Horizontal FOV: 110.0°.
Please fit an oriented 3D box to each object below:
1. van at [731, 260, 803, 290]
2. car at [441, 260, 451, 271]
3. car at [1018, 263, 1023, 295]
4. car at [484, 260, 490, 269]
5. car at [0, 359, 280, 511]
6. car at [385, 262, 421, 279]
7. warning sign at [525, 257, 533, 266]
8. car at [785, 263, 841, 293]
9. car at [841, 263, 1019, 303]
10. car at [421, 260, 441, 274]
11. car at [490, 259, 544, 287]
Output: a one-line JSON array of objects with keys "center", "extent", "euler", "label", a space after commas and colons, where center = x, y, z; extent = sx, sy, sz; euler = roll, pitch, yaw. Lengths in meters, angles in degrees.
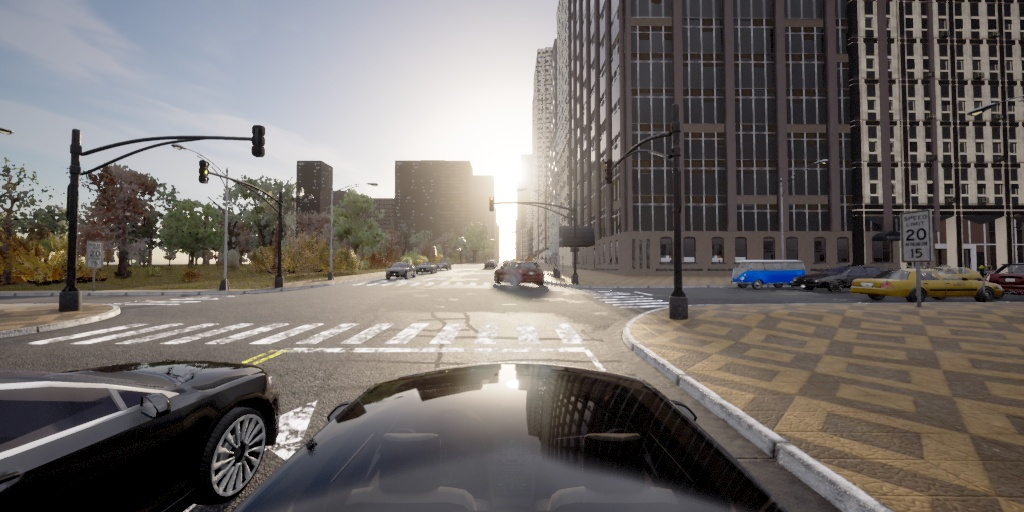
[{"center": [15.760, 1.123, 22.087], "extent": [3.998, 1.789, 1.690], "euler": [0, 0, -1], "label": "van"}, {"center": [-10.326, 1.397, 53.941], "extent": [2.128, 1.511, 4.902], "euler": [0, 0, -1], "label": "car"}, {"center": [21.629, 0.962, 14.190], "extent": [4.097, 1.591, 1.967], "euler": [0, 0, -1], "label": "car"}, {"center": [-3.816, 1.461, 62.736], "extent": [1.837, 1.490, 4.892], "euler": [0, 0, -1], "label": "car"}, {"center": [-3.140, 1.242, 1.495], "extent": [2.128, 1.511, 4.902], "euler": [0, 0, -1], "label": "car"}, {"center": [-10.149, 1.321, 33.073], "extent": [1.837, 1.490, 4.892], "euler": [0, 0, -2], "label": "car"}, {"center": [2.396, 1.003, 50.903], "extent": [1.300, 1.860, 1.060], "euler": [0, 0, -1], "label": "warning sign"}, {"center": [18.484, 1.241, 19.558], "extent": [5.357, 1.411, 2.033], "euler": [0, -2, -1], "label": "car"}, {"center": [16.215, 1.075, 14.073], "extent": [4.829, 1.417, 1.751], "euler": [0, 0, -1], "label": "car"}, {"center": [-10.226, 1.416, 42.971], "extent": [1.994, 1.385, 4.181], "euler": [0, 0, 0], "label": "car"}, {"center": [0.414, 1.147, 25.168], "extent": [2.097, 1.767, 4.553], "euler": [1, 0, -24], "label": "car"}]
